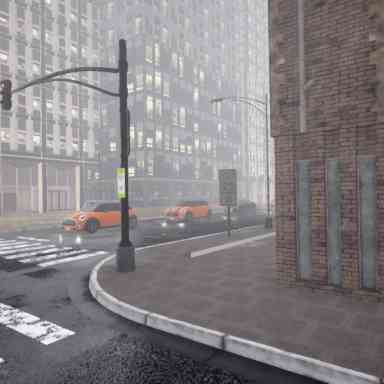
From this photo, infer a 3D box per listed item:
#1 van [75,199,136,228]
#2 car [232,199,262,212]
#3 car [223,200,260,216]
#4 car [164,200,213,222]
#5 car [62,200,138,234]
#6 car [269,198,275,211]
[{"bbox_3d":[-5.990,1.460,23.534,1.690,1.788,3.998,-2,-1,36],"label":"van"},{"bbox_3d":[6.895,1.689,41.407,1.752,1.417,4.829,-2,-1,36],"label":"car"},{"bbox_3d":[5.042,1.589,34.395,2.128,1.511,4.902,-1,-1,36],"label":"car"},{"bbox_3d":[-0.227,1.433,27.095,2.097,1.767,4.553,-1,-1,36],"label":"car"},{"bbox_3d":[-5.426,1.416,19.935,2.097,1.767,4.553,-1,-1,37],"label":"car"},{"bbox_3d":[11.412,1.472,43.179,2.097,1.767,4.553,-1,-1,36],"label":"car"}]
